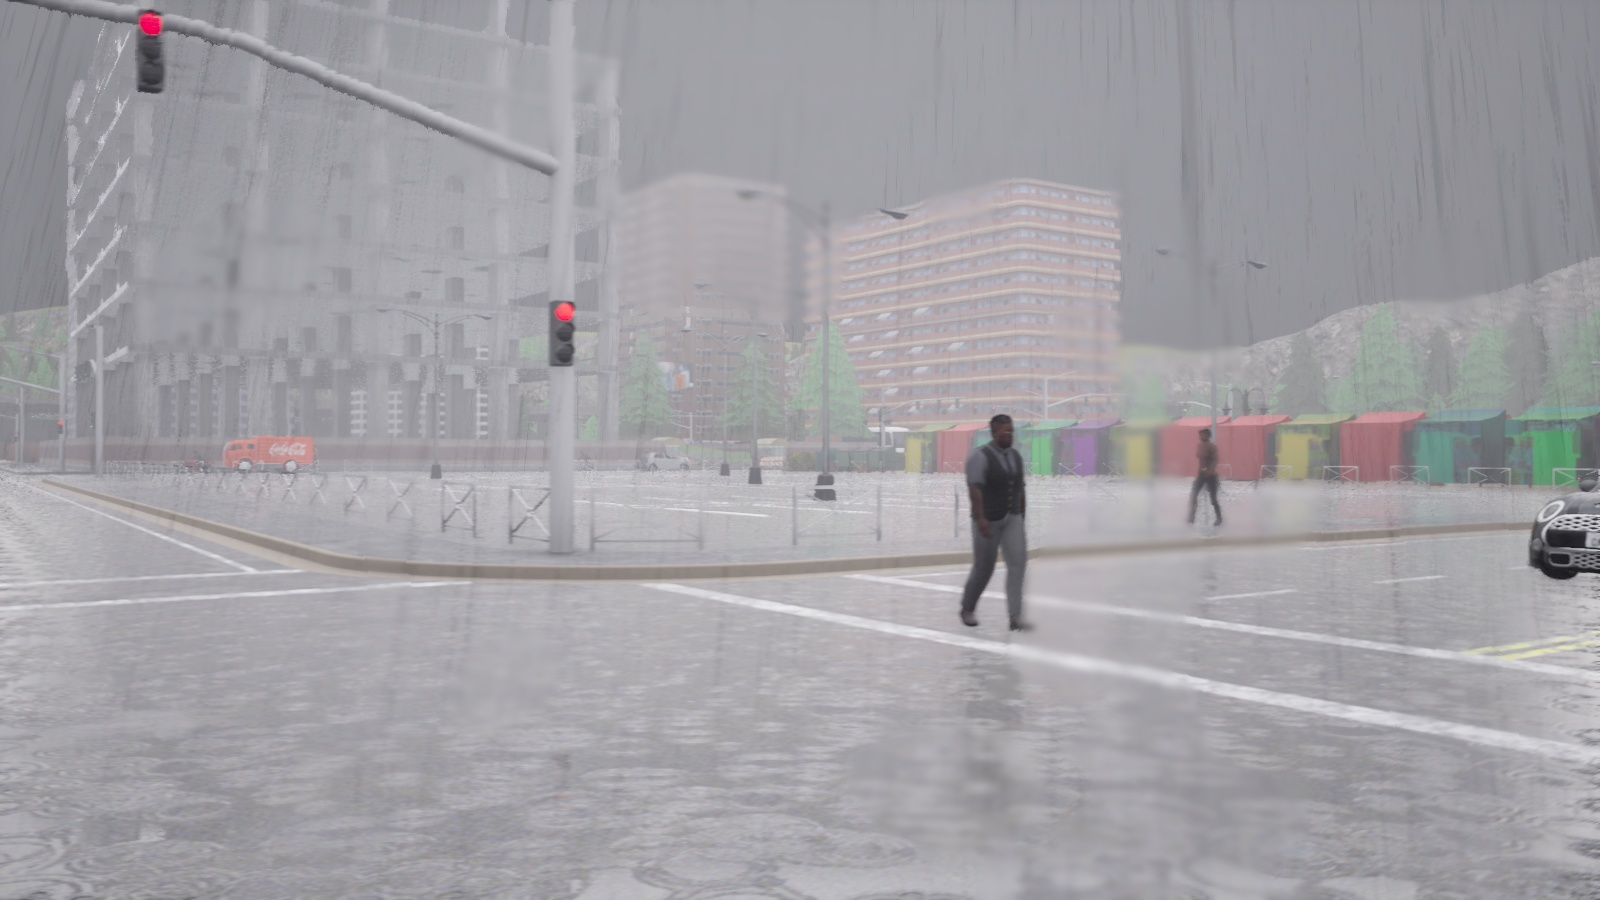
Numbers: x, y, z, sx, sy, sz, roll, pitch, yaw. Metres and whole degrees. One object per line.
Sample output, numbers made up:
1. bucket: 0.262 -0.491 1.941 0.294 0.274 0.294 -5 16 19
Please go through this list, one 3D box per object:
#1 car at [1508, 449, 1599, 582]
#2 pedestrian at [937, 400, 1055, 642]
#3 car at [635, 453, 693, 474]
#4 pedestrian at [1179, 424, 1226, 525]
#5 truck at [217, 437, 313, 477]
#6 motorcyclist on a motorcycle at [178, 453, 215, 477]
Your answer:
1. car: 10.445 0.725 14.947 3.806 1.475 1.970 0 0 -33
2. pedestrian: 1.598 0.555 10.304 0.563 1.883 0.849 0 0 -26
3. car: -9.579 0.941 88.742 3.633 1.501 1.845 0 0 -35
4. pedestrian: 7.312 0.444 22.797 0.869 1.805 0.328 0 0 -32
5. truck: -34.148 0.479 80.257 5.204 2.467 2.627 1 -1 -35
6. motorcyclist on a motorcycle: -39.015 0.952 81.145 2.044 1.523 0.797 0 0 -35
